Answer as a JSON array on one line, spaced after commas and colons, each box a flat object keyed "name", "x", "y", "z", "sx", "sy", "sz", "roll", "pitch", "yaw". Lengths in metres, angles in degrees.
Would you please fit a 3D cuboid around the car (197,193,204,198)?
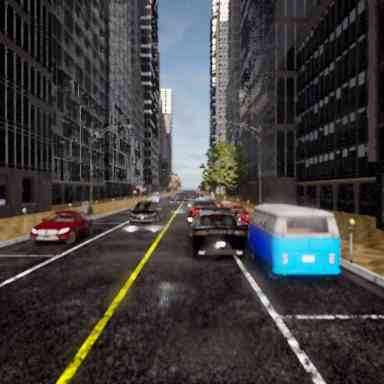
[{"name": "car", "x": 2.445, "y": 0.938, "z": 94.861, "sx": 1.887, "sy": 1.381, "sz": 4.507, "roll": 0, "pitch": 0, "yaw": 0}]

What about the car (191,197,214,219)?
[{"name": "car", "x": 0.826, "y": 1.295, "z": 28.680, "sx": 1.801, "sy": 1.575, "sz": 5.366, "roll": 0, "pitch": 0, "yaw": 0}]

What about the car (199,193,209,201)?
[{"name": "car", "x": 2.504, "y": 1.003, "z": 72.091, "sx": 1.967, "sy": 1.590, "sz": 4.097, "roll": 0, "pitch": 0, "yaw": 0}]

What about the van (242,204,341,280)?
[{"name": "van", "x": 2.666, "y": 1.287, "z": 9.476, "sx": 1.690, "sy": 1.788, "sz": 3.998, "roll": 0, "pitch": 0, "yaw": 0}]

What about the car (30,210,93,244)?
[{"name": "car", "x": -5.730, "y": 1.498, "z": 15.150, "sx": 1.802, "sy": 1.307, "sz": 4.206, "roll": 0, "pitch": 0, "yaw": 0}]

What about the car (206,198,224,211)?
[{"name": "car", "x": 2.592, "y": 1.370, "z": 37.938, "sx": 1.802, "sy": 1.307, "sz": 4.206, "roll": 0, "pitch": 0, "yaw": 0}]

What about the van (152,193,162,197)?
[{"name": "van", "x": -5.832, "y": 1.025, "z": 54.996, "sx": 1.690, "sy": 1.788, "sz": 3.998, "roll": 0, "pitch": 0, "yaw": 0}]

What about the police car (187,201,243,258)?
[{"name": "police car", "x": 0.868, "y": 1.354, "z": 12.600, "sx": 1.930, "sy": 1.638, "sz": 5.238, "roll": 0, "pitch": 0, "yaw": 0}]

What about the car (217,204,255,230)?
[{"name": "car", "x": 2.636, "y": 1.465, "z": 20.861, "sx": 1.802, "sy": 1.307, "sz": 4.206, "roll": 0, "pitch": 0, "yaw": 0}]

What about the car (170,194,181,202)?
[{"name": "car", "x": -3.180, "y": 1.162, "z": 64.712, "sx": 2.033, "sy": 1.411, "sz": 5.357, "roll": 0, "pitch": 0, "yaw": 0}]

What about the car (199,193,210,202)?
[{"name": "car", "x": 2.519, "y": 1.043, "z": 66.399, "sx": 1.967, "sy": 1.590, "sz": 4.097, "roll": 0, "pitch": 0, "yaw": 0}]

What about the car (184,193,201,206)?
[{"name": "car", "x": -0.125, "y": 1.219, "z": 48.354, "sx": 2.128, "sy": 1.511, "sz": 4.902, "roll": 0, "pitch": 0, "yaw": 0}]

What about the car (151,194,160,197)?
[{"name": "car", "x": -5.803, "y": 1.307, "z": 43.612, "sx": 2.008, "sy": 1.369, "sz": 4.403, "roll": 0, "pitch": 0, "yaw": 0}]

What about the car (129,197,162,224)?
[{"name": "car", "x": -3.159, "y": 1.374, "z": 23.419, "sx": 1.837, "sy": 1.490, "sz": 4.892, "roll": 0, "pitch": 0, "yaw": 0}]

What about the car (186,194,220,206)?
[{"name": "car", "x": 0.792, "y": 1.226, "z": 22.452, "sx": 2.097, "sy": 1.767, "sz": 4.553, "roll": 0, "pitch": 0, "yaw": -1}]
